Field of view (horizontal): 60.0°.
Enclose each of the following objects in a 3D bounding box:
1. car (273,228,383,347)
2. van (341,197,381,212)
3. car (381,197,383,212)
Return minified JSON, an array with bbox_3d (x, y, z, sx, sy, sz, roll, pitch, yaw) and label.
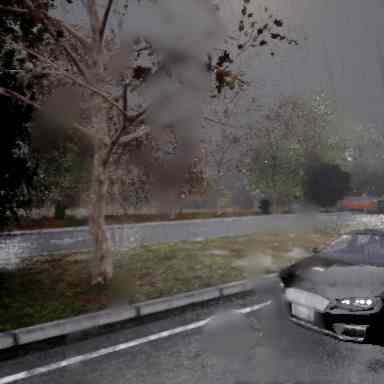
[{"bbox_3d":[3.600,1.476,6.253,4.902,1.511,2.128,0,0,-36],"label":"car"},{"bbox_3d":[22.067,1.642,44.218,1.878,1.987,4.442,2,-1,-35],"label":"van"},{"bbox_3d":[24.474,1.700,45.823,2.435,2.045,5.566,2,-1,-35],"label":"car"}]
